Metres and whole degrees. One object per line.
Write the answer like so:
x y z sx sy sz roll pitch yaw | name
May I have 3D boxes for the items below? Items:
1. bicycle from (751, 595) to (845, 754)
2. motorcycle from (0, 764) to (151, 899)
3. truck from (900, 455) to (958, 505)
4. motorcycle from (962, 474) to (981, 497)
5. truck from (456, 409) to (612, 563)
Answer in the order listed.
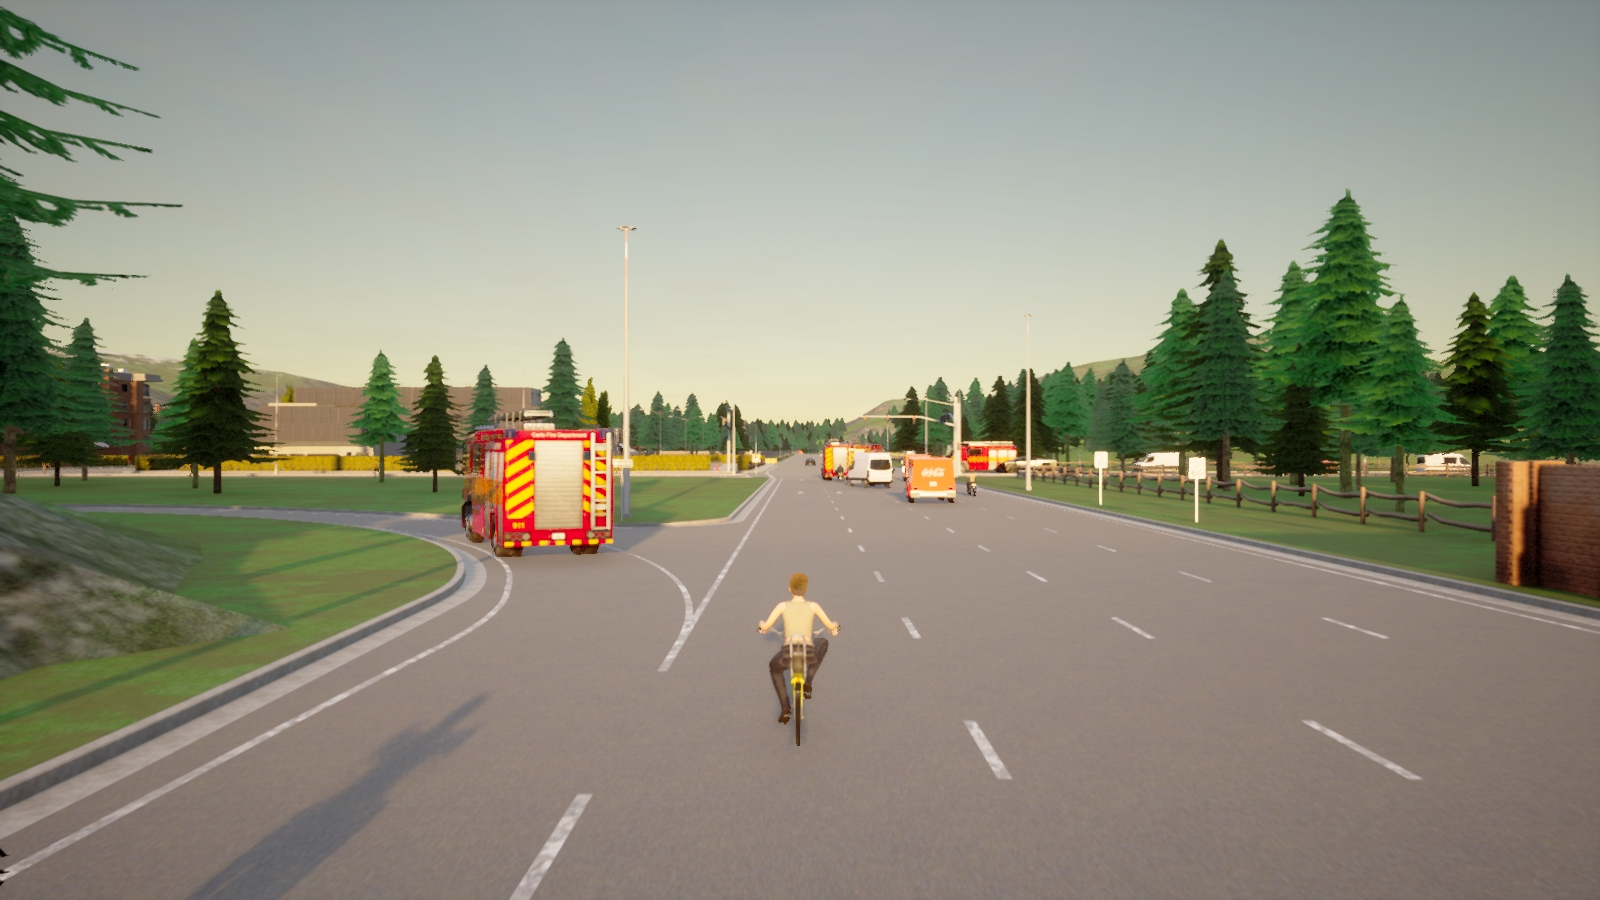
-0.016 2.161 11.258 0.859 1.276 1.487 0 0 0 | bicycle
-3.498 2.156 4.303 0.764 1.307 2.356 0 0 0 | motorcycle
6.989 1.603 62.439 2.627 2.467 5.204 0 1 0 | truck
10.504 2.171 70.059 0.764 1.307 2.356 0 0 0 | motorcycle
-7.856 0.898 32.802 2.891 3.827 8.468 0 0 -23 | truck
